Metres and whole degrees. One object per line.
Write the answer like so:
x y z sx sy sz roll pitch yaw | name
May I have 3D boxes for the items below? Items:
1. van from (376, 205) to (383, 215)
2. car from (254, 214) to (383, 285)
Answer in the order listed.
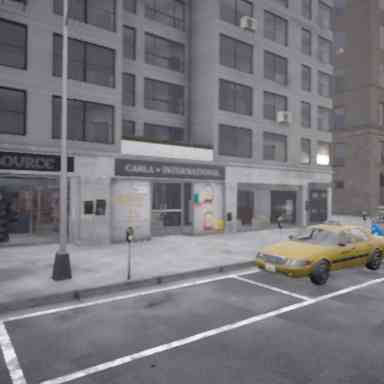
8.485 1.360 12.802 3.998 1.788 1.690 0 1 -35 | van
3.881 1.535 9.521 4.829 1.417 1.752 0 1 -35 | car
